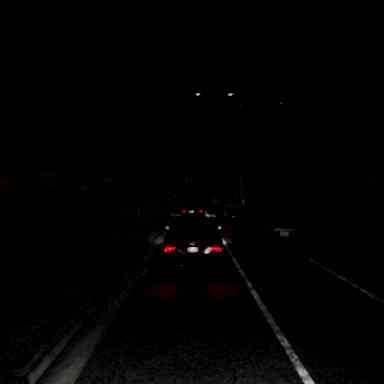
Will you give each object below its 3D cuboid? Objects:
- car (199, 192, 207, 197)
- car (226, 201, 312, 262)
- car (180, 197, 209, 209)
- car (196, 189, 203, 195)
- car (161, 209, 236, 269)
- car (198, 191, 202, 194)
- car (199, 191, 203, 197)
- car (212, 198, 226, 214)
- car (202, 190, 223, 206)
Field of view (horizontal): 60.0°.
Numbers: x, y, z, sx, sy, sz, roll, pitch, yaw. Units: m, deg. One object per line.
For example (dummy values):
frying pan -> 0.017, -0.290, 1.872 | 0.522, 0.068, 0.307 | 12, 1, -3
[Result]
car -> 2.676, 0.640, 84.209 | 1.802, 1.307, 4.206 | 2, 1, 0
car -> 2.663, 1.283, 11.978 | 2.192, 1.841, 5.009 | 1, 0, 0
car -> 0.049, 1.409, 25.961 | 2.033, 1.411, 5.357 | 0, 1, 1
car -> 2.683, 0.541, 73.099 | 2.192, 1.841, 5.009 | 2, 1, 0
car -> 0.046, 1.520, 11.073 | 2.033, 1.411, 5.357 | 0, 0, 1
car -> 2.674, 0.967, 61.997 | 1.947, 1.339, 4.313 | 2, 1, 0
car -> 2.672, 1.053, 56.441 | 1.947, 1.339, 4.313 | 2, 1, 0
car -> 2.754, 1.400, 24.629 | 1.812, 1.442, 4.674 | 0, 1, 0
car -> 2.674, 1.030, 39.770 | 2.192, 1.841, 5.009 | 2, 1, 0
